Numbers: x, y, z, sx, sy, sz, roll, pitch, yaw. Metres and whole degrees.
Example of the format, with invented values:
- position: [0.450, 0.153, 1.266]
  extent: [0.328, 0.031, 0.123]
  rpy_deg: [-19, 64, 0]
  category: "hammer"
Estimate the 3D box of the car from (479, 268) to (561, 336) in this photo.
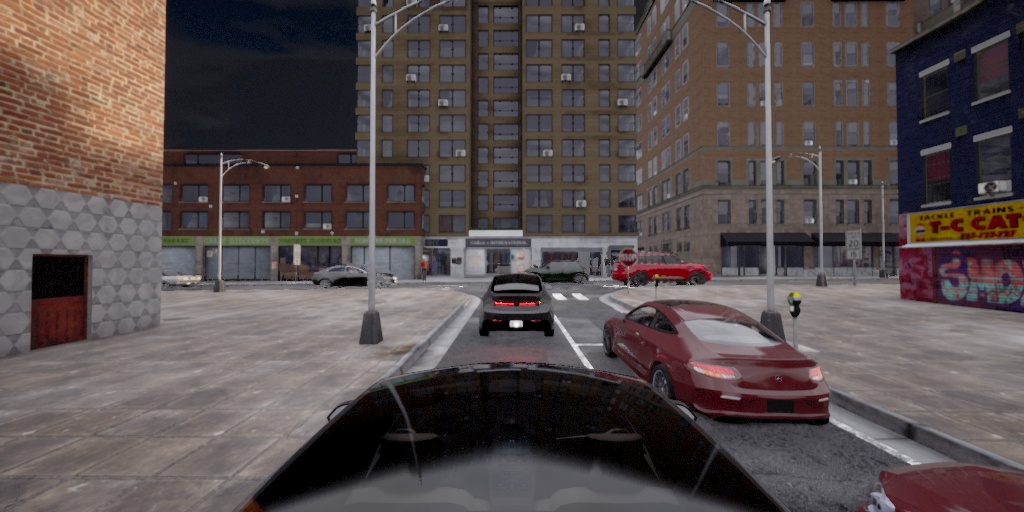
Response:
- position: [0.141, 1.251, 10.348]
  extent: [1.837, 1.490, 4.892]
  rpy_deg: [0, 0, 1]
  category: "car"

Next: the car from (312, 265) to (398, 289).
- position: [-9.531, 1.294, 21.856]
  extent: [4.902, 1.511, 2.128]
  rpy_deg: [0, -1, 0]
  category: "car"

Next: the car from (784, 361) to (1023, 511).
- position: [2.636, 1.333, 0.169]
  extent: [1.802, 1.307, 4.207]
  rpy_deg: [0, 0, 0]
  category: "car"

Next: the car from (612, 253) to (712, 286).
- position: [8.955, 0.842, 21.739]
  extent: [5.566, 2.045, 2.150]
  rpy_deg: [-1, -1, 0]
  category: "car"

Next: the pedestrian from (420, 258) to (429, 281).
- position: [-6.780, 1.023, 27.706]
  extent: [0.375, 1.860, 0.375]
  rpy_deg: [0, 0, 0]
  category: "pedestrian"

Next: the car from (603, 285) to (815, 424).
- position: [2.645, 1.330, 5.608]
  extent: [1.802, 1.307, 4.207]
  rpy_deg: [0, 0, 0]
  category: "car"

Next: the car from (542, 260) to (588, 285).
- position: [2.853, 1.086, 24.738]
  extent: [4.553, 1.767, 2.097]
  rpy_deg: [-1, -1, 0]
  category: "car"

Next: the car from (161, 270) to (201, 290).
- position: [-24.653, 1.658, 24.888]
  extent: [4.718, 1.301, 1.895]
  rpy_deg: [-1, -1, 0]
  category: "car"
